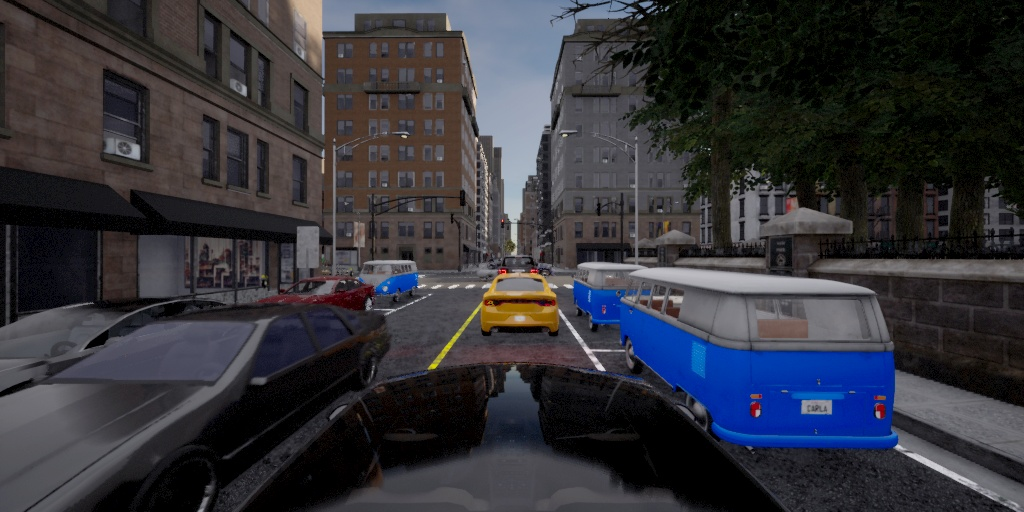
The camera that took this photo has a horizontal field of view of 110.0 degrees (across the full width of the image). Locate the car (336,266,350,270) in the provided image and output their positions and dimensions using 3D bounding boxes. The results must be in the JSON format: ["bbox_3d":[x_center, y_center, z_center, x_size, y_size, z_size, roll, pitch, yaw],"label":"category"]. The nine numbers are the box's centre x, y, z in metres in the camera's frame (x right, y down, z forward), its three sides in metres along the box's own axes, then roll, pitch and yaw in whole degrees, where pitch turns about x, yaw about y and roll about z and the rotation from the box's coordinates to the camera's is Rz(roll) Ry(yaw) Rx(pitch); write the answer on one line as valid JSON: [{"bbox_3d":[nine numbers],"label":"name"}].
[{"bbox_3d":[-16.670,1.269,31.864,4.674,1.442,1.812,0,0,0],"label":"car"}]

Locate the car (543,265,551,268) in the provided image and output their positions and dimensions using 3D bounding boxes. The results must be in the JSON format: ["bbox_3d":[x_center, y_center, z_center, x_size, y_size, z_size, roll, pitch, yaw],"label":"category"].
[{"bbox_3d":[1.442,1.078,31.744,4.553,1.767,2.097,0,0,0],"label":"car"}]

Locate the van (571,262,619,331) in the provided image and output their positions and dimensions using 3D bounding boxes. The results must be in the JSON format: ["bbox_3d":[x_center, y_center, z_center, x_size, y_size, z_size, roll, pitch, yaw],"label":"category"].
[{"bbox_3d":[2.827,1.089,10.658,1.690,1.789,3.998,0,0,1],"label":"van"}]

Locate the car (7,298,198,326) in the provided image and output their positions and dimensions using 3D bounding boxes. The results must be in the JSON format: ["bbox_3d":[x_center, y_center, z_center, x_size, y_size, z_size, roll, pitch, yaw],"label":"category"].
[{"bbox_3d":[-5.809,1.315,5.159,1.948,1.339,4.313,0,0,1],"label":"car"}]

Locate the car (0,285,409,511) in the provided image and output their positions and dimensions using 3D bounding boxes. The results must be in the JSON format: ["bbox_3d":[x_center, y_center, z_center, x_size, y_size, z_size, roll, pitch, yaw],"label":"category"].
[{"bbox_3d":[-3.065,1.297,4.076,2.033,1.411,5.357,0,0,1],"label":"car"}]

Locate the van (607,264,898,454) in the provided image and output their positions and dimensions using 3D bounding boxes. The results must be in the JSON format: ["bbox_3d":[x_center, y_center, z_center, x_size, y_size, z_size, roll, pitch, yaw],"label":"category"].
[{"bbox_3d":[2.714,1.090,5.001,1.690,1.789,3.998,0,0,1],"label":"van"}]

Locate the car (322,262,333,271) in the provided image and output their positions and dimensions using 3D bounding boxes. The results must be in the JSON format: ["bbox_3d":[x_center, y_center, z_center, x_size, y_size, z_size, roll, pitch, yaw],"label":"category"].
[{"bbox_3d":[-17.006,1.084,28.615,4.553,1.767,2.097,0,0,0],"label":"car"}]

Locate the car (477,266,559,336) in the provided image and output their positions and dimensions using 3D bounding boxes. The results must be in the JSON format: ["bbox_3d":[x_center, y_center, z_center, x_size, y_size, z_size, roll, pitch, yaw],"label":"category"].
[{"bbox_3d":[0.224,1.226,10.405,1.882,1.535,5.008,0,0,1],"label":"car"}]

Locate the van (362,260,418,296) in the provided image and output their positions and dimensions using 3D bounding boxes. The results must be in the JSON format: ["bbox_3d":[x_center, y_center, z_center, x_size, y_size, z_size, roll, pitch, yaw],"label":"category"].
[{"bbox_3d":[-5.584,1.087,16.477,1.690,1.789,3.998,0,0,1],"label":"van"}]

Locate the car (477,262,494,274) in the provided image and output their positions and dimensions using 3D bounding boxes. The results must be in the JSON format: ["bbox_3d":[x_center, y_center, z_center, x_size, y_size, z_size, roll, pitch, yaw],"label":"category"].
[{"bbox_3d":[-0.317,1.320,28.505,4.718,1.301,1.895,0,0,0],"label":"car"}]

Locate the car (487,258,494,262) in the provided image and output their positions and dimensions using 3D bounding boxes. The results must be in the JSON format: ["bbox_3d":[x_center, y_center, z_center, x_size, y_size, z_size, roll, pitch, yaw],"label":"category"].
[{"bbox_3d":[-2.311,1.085,49.610,2.097,1.767,4.553,0,0,2],"label":"car"}]

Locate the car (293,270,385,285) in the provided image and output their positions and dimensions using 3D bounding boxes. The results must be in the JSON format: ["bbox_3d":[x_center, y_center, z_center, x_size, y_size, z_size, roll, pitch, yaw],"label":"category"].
[{"bbox_3d":[-5.697,1.294,10.818,1.888,1.381,4.507,0,0,1],"label":"car"}]

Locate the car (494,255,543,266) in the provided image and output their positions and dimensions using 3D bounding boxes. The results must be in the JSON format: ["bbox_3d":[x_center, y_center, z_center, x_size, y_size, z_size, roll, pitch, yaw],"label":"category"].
[{"bbox_3d":[0.328,0.965,20.361,2.150,2.045,5.566,0,0,0],"label":"car"}]

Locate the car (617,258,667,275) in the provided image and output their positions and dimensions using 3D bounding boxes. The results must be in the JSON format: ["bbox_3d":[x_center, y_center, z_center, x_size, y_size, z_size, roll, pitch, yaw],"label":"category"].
[{"bbox_3d":[13.851,1.093,38.367,4.553,1.767,2.097,0,0,0],"label":"car"}]
